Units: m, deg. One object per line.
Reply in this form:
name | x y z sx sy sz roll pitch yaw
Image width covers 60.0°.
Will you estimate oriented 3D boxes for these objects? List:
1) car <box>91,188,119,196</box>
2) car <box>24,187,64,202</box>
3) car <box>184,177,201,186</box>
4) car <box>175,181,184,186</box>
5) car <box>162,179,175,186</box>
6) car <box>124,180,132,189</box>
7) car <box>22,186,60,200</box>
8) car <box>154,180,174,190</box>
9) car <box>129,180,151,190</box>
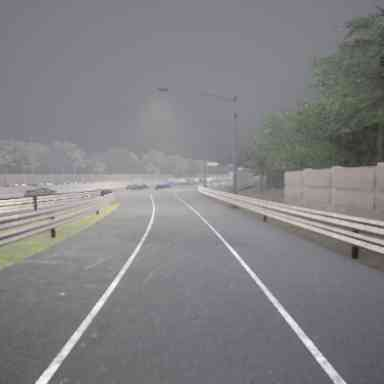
car | -12.151 0.022 46.570 1.895 1.301 4.718 0 3 16
car | -17.624 0.392 40.198 1.895 1.301 4.718 0 3 16
car | 0.255 -2.553 89.746 2.097 1.767 4.553 0 3 16
car | -3.088 -2.345 90.791 1.895 1.301 4.718 0 3 16
car | -6.470 -2.609 91.687 2.097 1.767 4.553 0 3 16
car | -12.319 -1.311 71.311 1.994 1.385 4.181 0 3 16
car | -20.057 0.088 44.401 1.837 1.490 4.892 0 3 16
car | -5.825 -1.288 68.562 1.882 1.535 5.008 0 3 16
car | -10.131 -1.090 66.260 1.812 1.442 4.674 0 3 16
